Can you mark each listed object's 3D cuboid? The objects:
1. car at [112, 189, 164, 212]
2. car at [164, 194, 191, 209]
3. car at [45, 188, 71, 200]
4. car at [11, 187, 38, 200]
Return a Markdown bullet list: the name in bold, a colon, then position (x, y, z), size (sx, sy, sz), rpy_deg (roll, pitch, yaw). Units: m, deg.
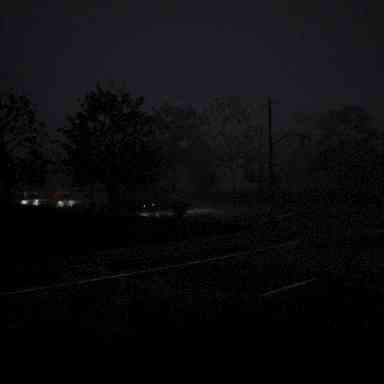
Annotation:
- **car**: position (-5.771, 0.783, 32.993), size (5.566, 2.045, 2.150), rpy_deg (1, 3, 39)
- **car**: position (-2.303, 0.961, 34.703), size (5.008, 1.535, 1.882), rpy_deg (1, 3, 39)
- **car**: position (-19.689, 0.231, 48.758), size (5.008, 1.535, 1.882), rpy_deg (3, 3, 39)
- **car**: position (-24.016, 0.097, 47.773), size (4.553, 1.767, 2.097), rpy_deg (3, 4, 39)
